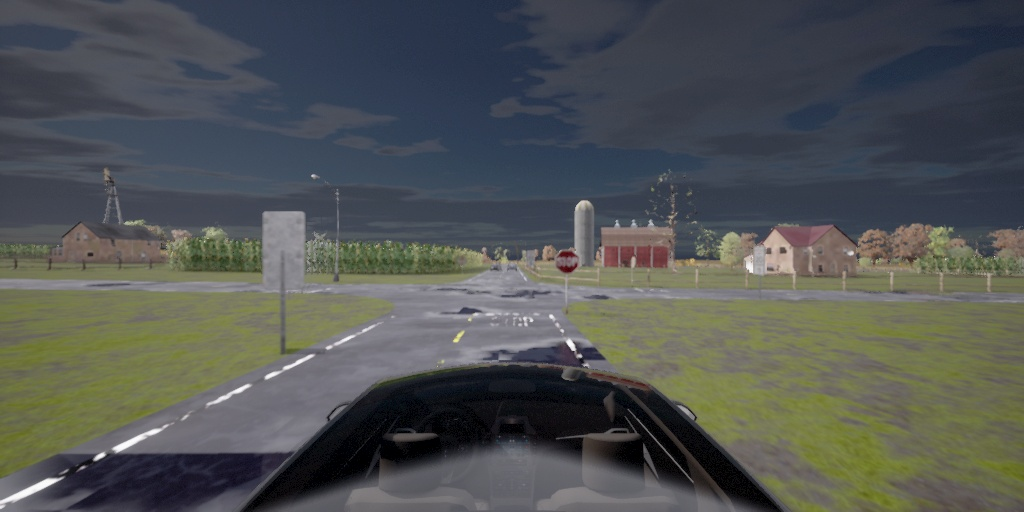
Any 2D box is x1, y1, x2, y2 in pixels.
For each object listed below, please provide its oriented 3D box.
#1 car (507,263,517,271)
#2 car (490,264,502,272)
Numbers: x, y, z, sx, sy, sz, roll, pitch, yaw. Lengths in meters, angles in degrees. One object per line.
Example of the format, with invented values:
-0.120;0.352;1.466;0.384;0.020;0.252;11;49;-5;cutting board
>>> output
0.025;2.017;64.846;2.033;1.411;5.357;0;-1;0;car
-2.790;2.008;62.797;1.994;1.385;4.181;0;-1;1;car
